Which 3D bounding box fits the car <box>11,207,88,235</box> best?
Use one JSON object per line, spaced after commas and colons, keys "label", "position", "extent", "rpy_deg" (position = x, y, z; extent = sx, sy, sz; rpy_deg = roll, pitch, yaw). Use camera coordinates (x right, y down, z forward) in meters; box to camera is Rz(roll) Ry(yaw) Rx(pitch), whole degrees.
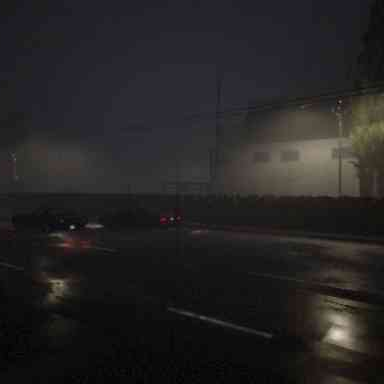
{"label": "car", "position": [-7.893, 1.487, 18.220], "extent": [4.718, 1.301, 1.895], "rpy_deg": [0, 0, 36]}

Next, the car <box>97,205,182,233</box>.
{"label": "car", "position": [-3.111, 1.457, 19.108], "extent": [5.357, 1.411, 2.033], "rpy_deg": [0, 0, 36]}
